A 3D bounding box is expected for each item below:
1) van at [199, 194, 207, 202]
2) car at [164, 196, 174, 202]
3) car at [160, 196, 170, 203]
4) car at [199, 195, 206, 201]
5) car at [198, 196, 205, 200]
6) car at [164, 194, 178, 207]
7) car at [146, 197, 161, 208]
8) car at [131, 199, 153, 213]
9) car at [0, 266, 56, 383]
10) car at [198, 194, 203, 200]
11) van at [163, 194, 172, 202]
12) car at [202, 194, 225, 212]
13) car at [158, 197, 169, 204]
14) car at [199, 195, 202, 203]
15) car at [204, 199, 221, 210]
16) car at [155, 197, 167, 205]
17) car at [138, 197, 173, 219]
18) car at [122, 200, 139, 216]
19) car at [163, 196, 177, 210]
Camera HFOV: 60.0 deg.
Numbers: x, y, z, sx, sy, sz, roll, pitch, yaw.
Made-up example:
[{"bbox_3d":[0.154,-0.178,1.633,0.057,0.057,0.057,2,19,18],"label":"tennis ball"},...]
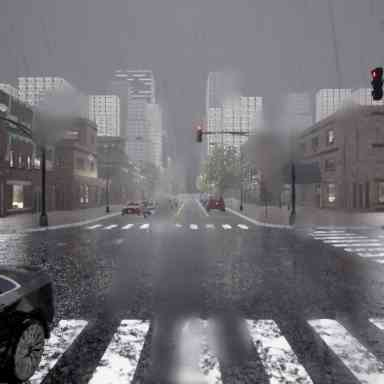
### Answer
[{"bbox_3d":[2.686,1.427,82.746,1.690,1.788,3.998,0,0,0],"label":"van"},{"bbox_3d":[-5.694,1.637,82.745,2.008,1.369,4.403,0,0,0],"label":"car"},{"bbox_3d":[-5.693,1.589,71.524,1.752,1.417,4.829,0,0,0],"label":"car"},{"bbox_3d":[2.686,1.624,88.441,1.752,1.417,4.829,0,0,0],"label":"car"},{"bbox_3d":[2.686,1.693,93.796,1.802,1.307,4.206,0,0,0],"label":"car"},{"bbox_3d":[-3.091,1.522,50.101,2.128,1.511,4.902,0,0,0],"label":"car"},{"bbox_3d":[-5.692,1.555,49.423,1.752,1.417,4.829,0,0,0],"label":"car"},{"bbox_3d":[-5.691,1.584,38.542,1.947,1.339,4.313,0,0,0],"label":"car"},{"bbox_3d":[-2.959,1.491,2.664,2.128,1.511,4.902,0,0,5],"label":"car"},{"bbox_3d":[2.687,1.596,60.645,2.008,1.369,4.403,0,0,0],"label":"car"},{"bbox_3d":[-5.693,1.415,77.220,1.690,1.788,3.998,0,0,0],"label":"van"},{"bbox_3d":[2.689,1.333,38.543,2.192,1.841,5.009,0,0,0],"label":"car"},{"bbox_3d":[-5.693,1.636,66.169,1.802,1.307,4.206,0,0,0],"label":"car"},{"bbox_3d":[2.688,1.603,55.120,1.947,1.339,4.313,0,0,0],"label":"car"},{"bbox_3d":[2.688,1.590,44.069,1.947,1.339,4.313,0,0,0],"label":"car"},{"bbox_3d":[-5.693,1.627,60.644,1.802,1.307,4.206,0,0,0],"label":"car"},{"bbox_3d":[-3.100,1.502,29.539,2.128,1.511,4.902,0,0,0],"label":"car"},{"bbox_3d":[-5.779,1.558,33.021,1.887,1.381,4.507,0,0,0],"label":"car"},{"bbox_3d":[-3.097,1.524,39.715,1.837,1.490,4.892,0,0,0],"label":"car"}]
